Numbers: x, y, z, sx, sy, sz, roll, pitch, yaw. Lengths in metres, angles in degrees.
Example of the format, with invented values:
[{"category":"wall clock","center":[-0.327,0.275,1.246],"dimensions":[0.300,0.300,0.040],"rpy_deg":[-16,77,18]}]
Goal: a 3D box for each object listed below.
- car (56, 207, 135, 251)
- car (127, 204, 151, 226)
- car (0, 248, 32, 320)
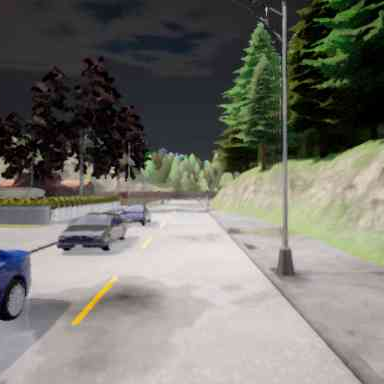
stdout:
[{"category":"car","center":[-4.141,1.631,14.846],"dimensions":[2.033,1.411,5.357],"rpy_deg":[0,0,0]},{"category":"car","center":[-4.149,1.660,24.772],"dimensions":[1.812,1.442,4.674],"rpy_deg":[0,0,0]},{"category":"car","center":[-4.109,1.508,4.588],"dimensions":[1.882,1.535,5.008],"rpy_deg":[0,-1,0]}]
